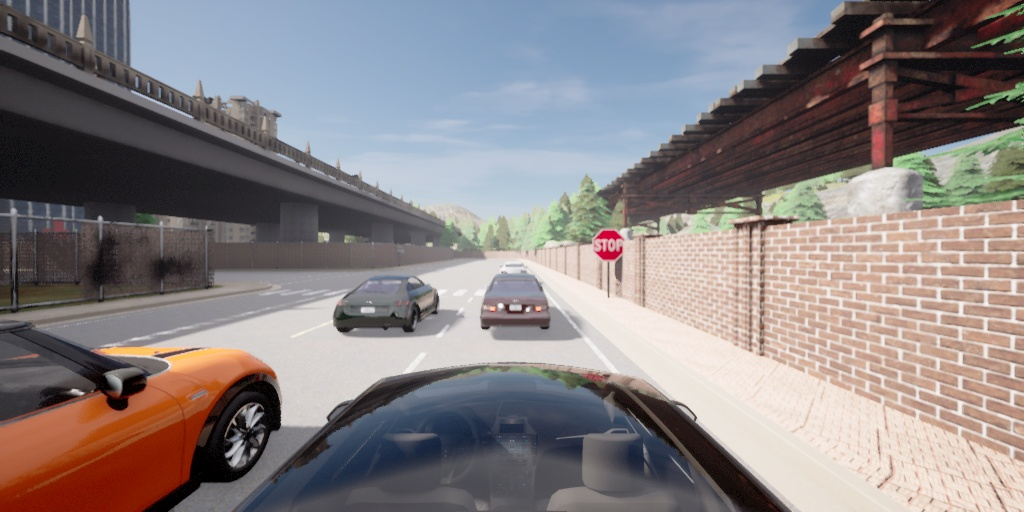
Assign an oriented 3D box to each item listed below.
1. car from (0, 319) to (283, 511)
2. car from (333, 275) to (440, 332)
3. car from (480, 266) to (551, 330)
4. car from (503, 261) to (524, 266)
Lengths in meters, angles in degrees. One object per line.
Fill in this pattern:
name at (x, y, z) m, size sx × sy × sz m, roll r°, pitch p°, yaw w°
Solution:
car at (-3.401, 1.101, 1.812) m, size 2.097 × 1.767 × 4.553 m, roll 0°, pitch 1°, yaw 0°
car at (-3.419, 1.233, 10.510) m, size 1.994 × 1.385 × 4.181 m, roll 0°, pitch 0°, yaw 0°
car at (0.081, 1.214, 10.798) m, size 2.033 × 1.411 × 5.357 m, roll 0°, pitch 1°, yaw 0°
car at (0.125, 1.072, 24.027) m, size 1.812 × 1.442 × 4.674 m, roll 0°, pitch 1°, yaw 0°
